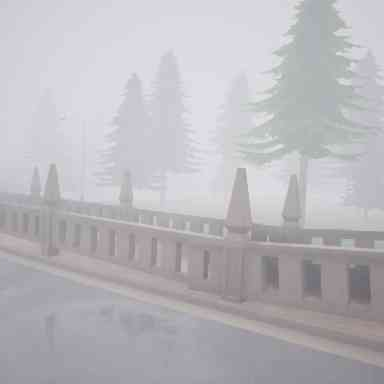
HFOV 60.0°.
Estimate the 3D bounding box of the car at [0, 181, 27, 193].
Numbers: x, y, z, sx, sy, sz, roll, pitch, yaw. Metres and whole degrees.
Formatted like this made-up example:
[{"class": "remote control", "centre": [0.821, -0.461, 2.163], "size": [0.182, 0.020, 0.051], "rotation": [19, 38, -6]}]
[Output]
[{"class": "car", "centre": [-21.255, -0.474, 37.414], "size": [1.882, 1.535, 5.008], "rotation": [4, 3, 37]}]
